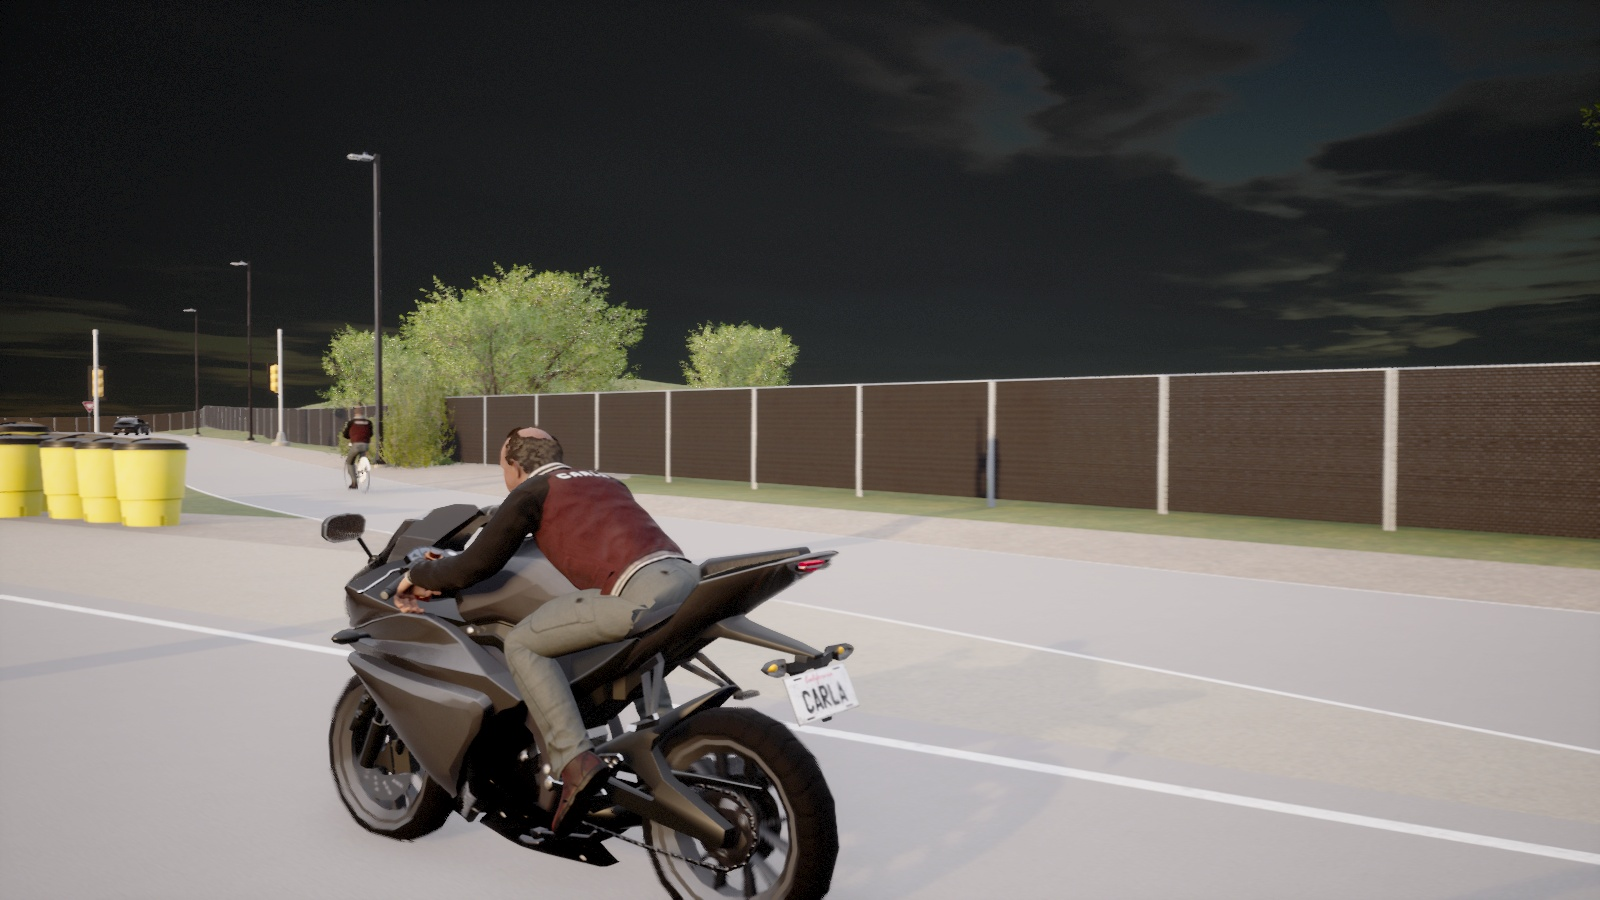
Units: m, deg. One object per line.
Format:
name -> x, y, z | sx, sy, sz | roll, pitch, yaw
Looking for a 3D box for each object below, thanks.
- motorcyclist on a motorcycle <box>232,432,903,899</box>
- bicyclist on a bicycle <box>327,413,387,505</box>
motorcyclist on a motorcycle -> -0.836, 0.718, 4.180 | 2.191, 1.530, 0.866 | 0, 1, 34
bicyclist on a bicycle -> -8.996, 0.154, 25.465 | 0.659, 1.776, 1.843 | -2, 2, -34
